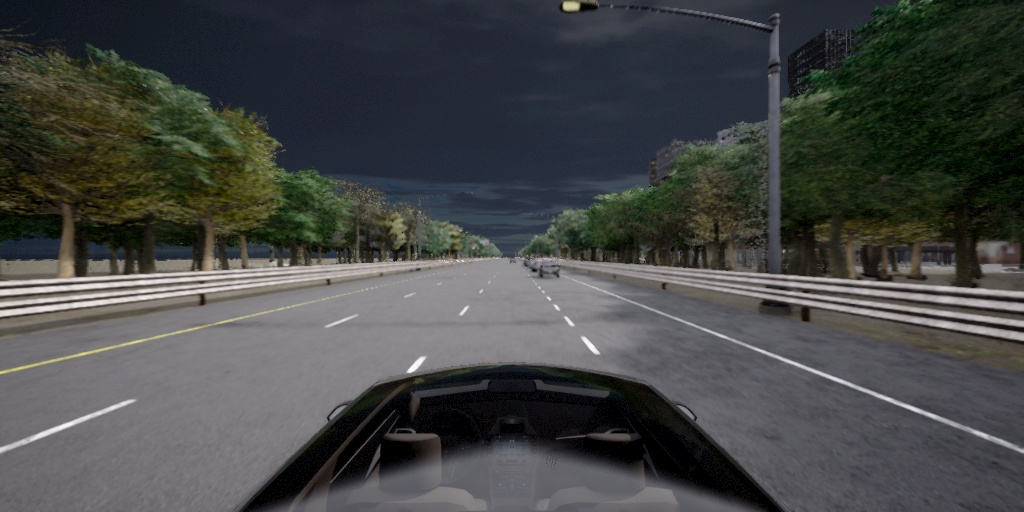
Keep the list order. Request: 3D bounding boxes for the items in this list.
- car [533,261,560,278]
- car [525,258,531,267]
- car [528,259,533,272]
[{"bbox_3d":[3.504,1.282,34.942,2.128,1.511,4.902,0,0,0],"label":"car"},{"bbox_3d":[3.557,1.431,56.946,1.895,1.301,4.718,0,0,0],"label":"car"},{"bbox_3d":[3.524,1.374,45.928,1.994,1.385,4.181,0,0,0],"label":"car"}]
